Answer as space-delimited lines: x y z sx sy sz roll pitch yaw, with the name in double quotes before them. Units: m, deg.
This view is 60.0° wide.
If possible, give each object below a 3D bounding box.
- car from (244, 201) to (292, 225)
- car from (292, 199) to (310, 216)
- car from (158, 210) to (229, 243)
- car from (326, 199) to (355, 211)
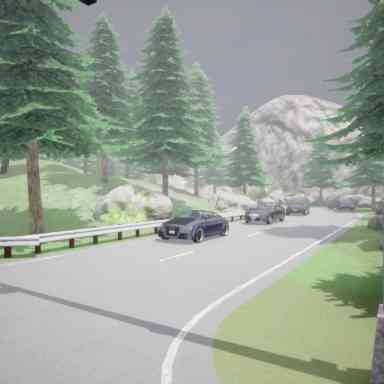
"car" 5.494 1.516 24.732 2.128 1.511 4.902 0 0 32
"car" 10.734 1.538 33.504 1.837 1.490 4.892 0 0 25
"car" 0.178 1.579 16.327 1.994 1.385 4.181 0 0 32
"car" 18.538 1.610 41.731 2.033 1.411 5.357 0 0 5
